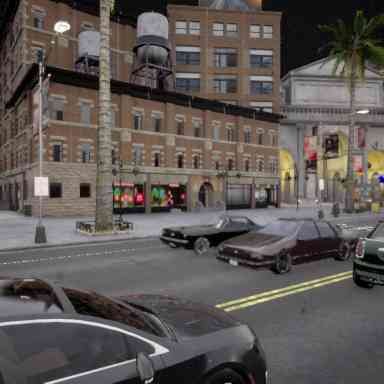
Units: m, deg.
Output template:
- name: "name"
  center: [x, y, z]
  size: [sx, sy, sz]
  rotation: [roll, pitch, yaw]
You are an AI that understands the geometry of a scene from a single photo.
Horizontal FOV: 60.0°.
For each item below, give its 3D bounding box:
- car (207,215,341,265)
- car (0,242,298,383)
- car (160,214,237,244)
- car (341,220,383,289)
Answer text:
- name: "car"
  center: [3.304, 1.547, 10.633]
  size: [5.357, 1.411, 2.033]
  rotation: [0, 0, -35]
- name: "car"
  center: [-1.477, 1.505, 2.685]
  size: [4.892, 1.490, 1.837]
  rotation: [0, 0, -36]
- name: "car"
  center: [1.093, 1.601, 13.356]
  size: [4.718, 1.301, 1.895]
  rotation: [0, 0, -35]
- name: "car"
  center: [5.902, 1.352, 7.977]
  size: [4.553, 1.767, 2.097]
  rotation: [0, 0, -35]
